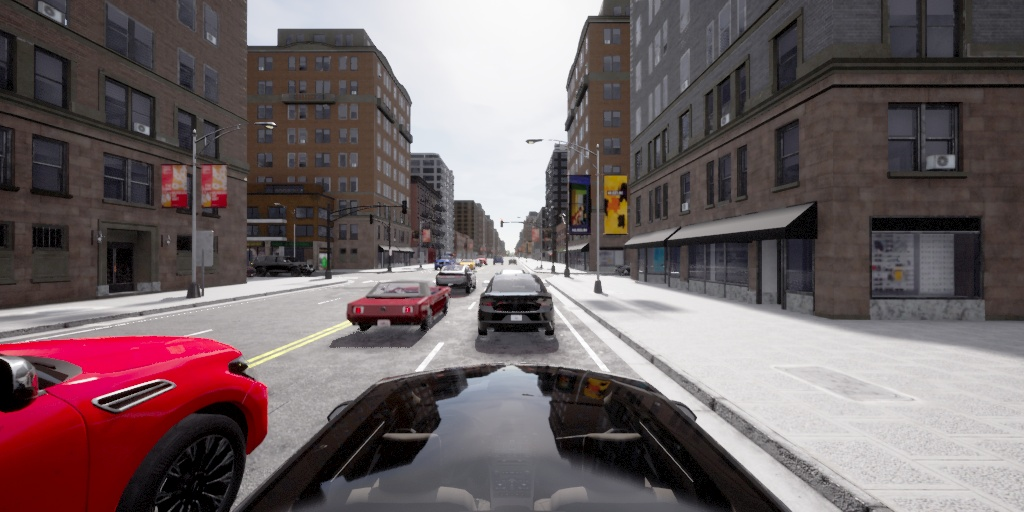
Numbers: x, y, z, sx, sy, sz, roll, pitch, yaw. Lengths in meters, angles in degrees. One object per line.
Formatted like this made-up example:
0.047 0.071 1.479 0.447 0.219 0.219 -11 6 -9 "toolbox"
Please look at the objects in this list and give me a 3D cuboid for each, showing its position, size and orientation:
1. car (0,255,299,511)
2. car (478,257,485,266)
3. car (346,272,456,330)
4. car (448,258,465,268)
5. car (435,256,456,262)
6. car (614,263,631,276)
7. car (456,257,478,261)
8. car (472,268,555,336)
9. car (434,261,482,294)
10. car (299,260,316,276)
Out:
-3.151 0.972 0.648 2.150 2.045 5.566 0 0 0 "car"
-6.448 1.302 63.194 1.994 1.385 4.181 0 0 1 "car"
-3.132 1.351 11.015 1.895 1.301 4.718 0 0 0 "car"
-9.700 1.227 63.061 2.128 1.511 4.902 0 0 0 "car"
-9.744 0.965 52.117 2.150 2.045 5.566 0 0 0 "car"
13.305 1.278 37.789 4.902 1.511 2.128 0 0 0 "car"
-6.500 1.221 52.495 1.882 1.535 5.008 0 0 0 "car"
0.111 1.227 10.478 1.882 1.535 5.008 0 0 0 "car"
-3.110 1.240 20.393 2.128 1.511 4.902 0 0 0 "car"
-22.125 0.963 34.740 5.566 2.045 2.150 0 0 0 "car"
